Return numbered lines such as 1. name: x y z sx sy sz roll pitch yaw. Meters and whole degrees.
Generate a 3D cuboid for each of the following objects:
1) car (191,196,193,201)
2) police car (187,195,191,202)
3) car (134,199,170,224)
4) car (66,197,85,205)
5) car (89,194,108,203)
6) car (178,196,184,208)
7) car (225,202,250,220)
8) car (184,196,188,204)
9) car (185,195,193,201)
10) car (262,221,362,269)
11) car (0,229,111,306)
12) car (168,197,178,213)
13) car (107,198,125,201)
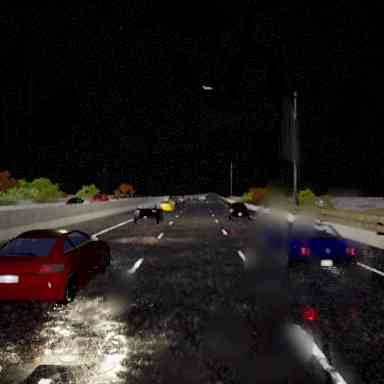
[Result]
1. car: -1.432 1.818 83.003 2.128 1.511 4.902 0 0 3
2. police car: -1.934 1.772 72.047 2.038 1.542 4.974 0 0 2
3. car: -3.185 1.557 25.362 2.128 1.511 4.902 0 -1 1
4. car: -20.045 1.688 57.271 1.837 1.490 4.892 0 0 3
5. car: -16.466 1.417 59.259 2.150 2.045 5.566 0 0 3
6. car: -2.730 1.517 50.096 2.097 1.767 4.553 0 0 2
7. car: 3.874 1.610 28.817 1.812 1.442 4.674 0 0 1
8. car: -2.366 1.814 61.117 1.895 1.301 4.718 0 0 2
9. car: -0.863 1.739 93.927 2.097 1.767 4.553 0 0 3
10. car: 3.651 1.629 11.177 1.895 1.301 4.718 0 0 0
11. car: -3.366 1.582 8.142 1.994 1.385 4.181 0 0 0
12. car: -3.018 1.578 39.351 1.801 1.575 5.366 0 0 1
13. car: -12.972 1.798 59.175 1.895 1.301 4.718 0 0 3
